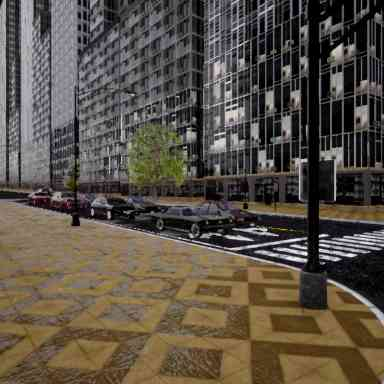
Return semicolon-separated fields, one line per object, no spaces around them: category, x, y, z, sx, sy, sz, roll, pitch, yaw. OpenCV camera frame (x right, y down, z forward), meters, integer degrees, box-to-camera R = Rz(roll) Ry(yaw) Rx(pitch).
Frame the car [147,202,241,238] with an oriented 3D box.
car;-0.088;1.372;16.572;1.895;1.301;4.718;0;1;-38

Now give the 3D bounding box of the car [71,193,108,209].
car;-11.140;0.911;35.924;2.033;1.411;5.357;0;1;-38

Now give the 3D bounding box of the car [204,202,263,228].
car;1.636;1.289;19.691;2.033;1.411;5.357;0;1;-36

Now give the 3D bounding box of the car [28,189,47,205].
car;-18.103;0.712;39.606;1.882;1.535;5.008;0;1;-37

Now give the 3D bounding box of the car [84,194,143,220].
car;-5.678;1.110;23.683;1.837;1.490;4.892;0;1;-38

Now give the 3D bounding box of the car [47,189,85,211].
car;-11.794;0.776;31.484;2.097;1.767;4.553;0;1;-38

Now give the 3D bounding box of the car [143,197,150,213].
car;-4.636;1.104;27.625;2.033;1.411;5.357;0;1;-37

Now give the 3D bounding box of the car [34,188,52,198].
car;-28.493;0.111;63.707;2.097;1.767;4.553;0;1;-38
